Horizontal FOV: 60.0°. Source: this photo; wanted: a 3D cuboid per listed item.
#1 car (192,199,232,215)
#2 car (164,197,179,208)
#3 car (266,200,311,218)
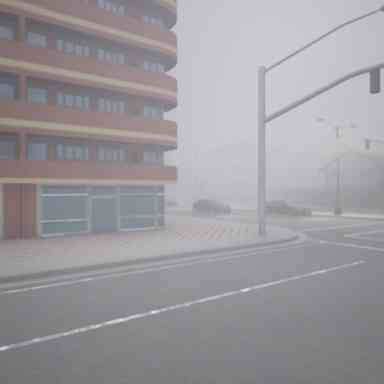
[{"bbox_3d":[1.866,1.434,32.559,1.837,1.490,4.892,0,0,-34],"label":"car"},{"bbox_3d":[-3.709,1.442,46.851,1.812,1.442,4.674,0,0,-35],"label":"car"},{"bbox_3d":[8.266,1.443,29.456,1.812,1.442,4.674,0,0,-35],"label":"car"}]
